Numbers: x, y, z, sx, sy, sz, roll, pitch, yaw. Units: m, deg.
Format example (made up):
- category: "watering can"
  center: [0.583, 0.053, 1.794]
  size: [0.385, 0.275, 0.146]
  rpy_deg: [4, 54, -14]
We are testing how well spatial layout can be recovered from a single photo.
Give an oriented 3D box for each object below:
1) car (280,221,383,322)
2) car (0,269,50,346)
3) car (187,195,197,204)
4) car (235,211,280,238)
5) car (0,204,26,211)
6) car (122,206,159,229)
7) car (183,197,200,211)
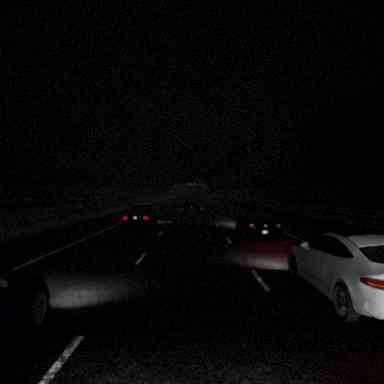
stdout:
- category: "car"
  center: [3.500, 1.545, 7.147]
  size: [1.812, 1.442, 4.674]
  rpy_deg: [0, 0, 0]
- category: "car"
  center: [-3.399, 1.537, 3.906]
  size: [1.812, 1.442, 4.674]
  rpy_deg: [0, 0, 0]
- category: "car"
  center: [0.001, 1.613, 73.592]
  size: [2.097, 1.767, 4.553]
  rpy_deg: [0, 0, 0]
- category: "car"
  center: [3.501, 1.656, 18.180]
  size: [1.895, 1.301, 4.718]
  rpy_deg: [0, 0, 0]
- category: "car"
  center: [-14.095, 1.629, 24.873]
  size: [2.033, 1.411, 5.357]
  rpy_deg: [0, 0, 0]
- category: "car"
  center: [-3.400, 1.618, 22.460]
  size: [2.033, 1.411, 5.357]
  rpy_deg: [0, 0, 0]
- category: "car"
  center: [-0.003, 1.655, 42.804]
  size: [1.837, 1.490, 4.892]
  rpy_deg: [0, -1, 0]
